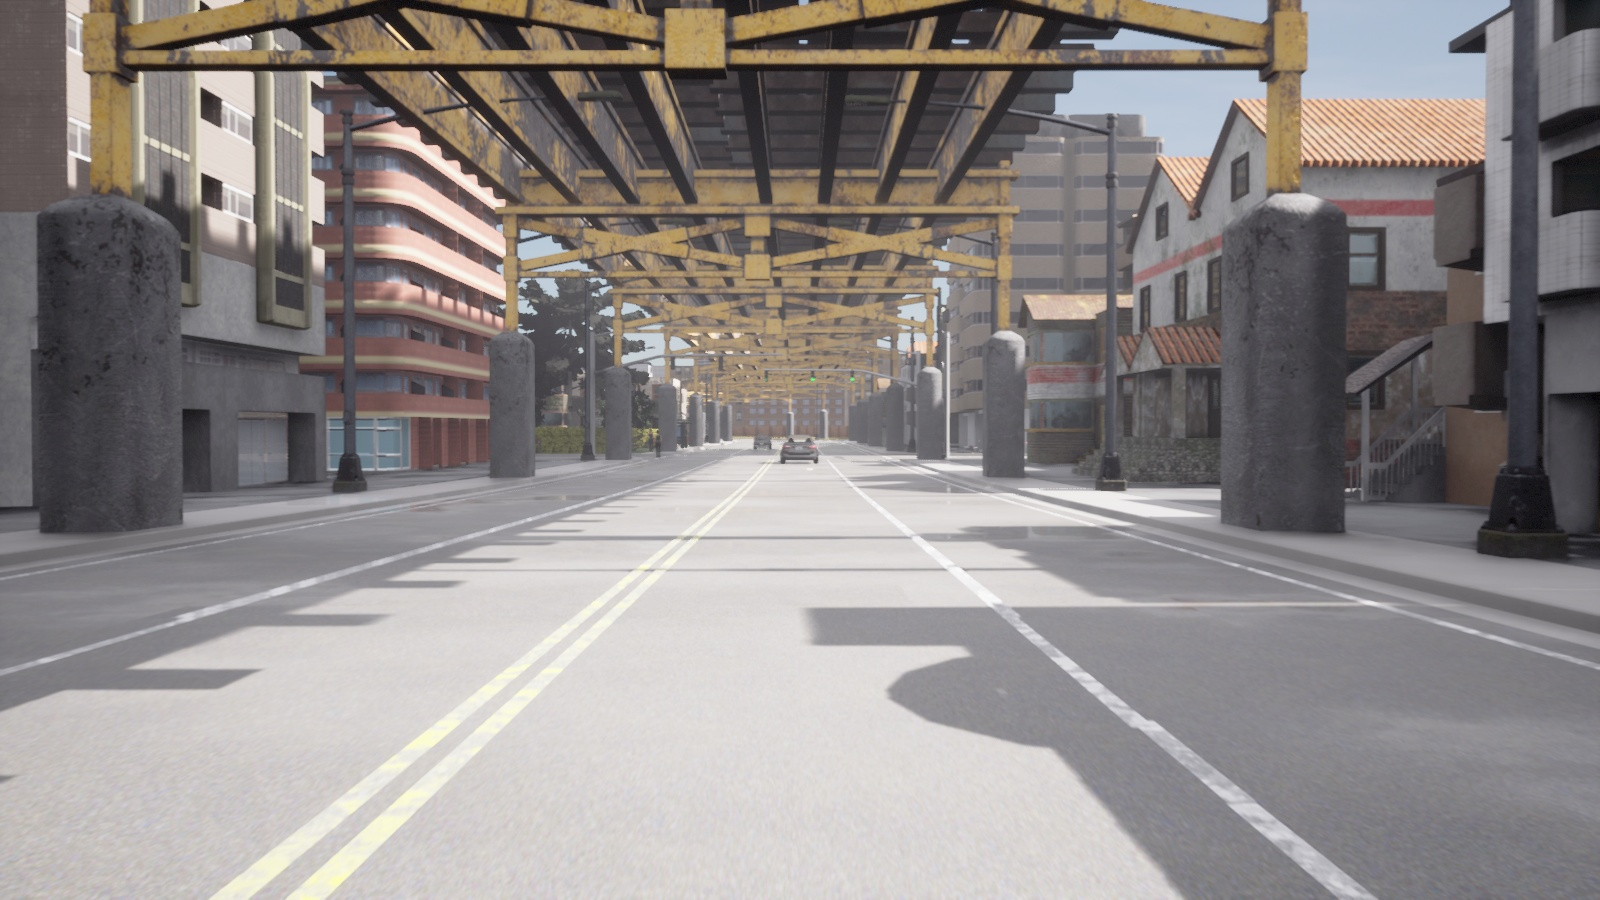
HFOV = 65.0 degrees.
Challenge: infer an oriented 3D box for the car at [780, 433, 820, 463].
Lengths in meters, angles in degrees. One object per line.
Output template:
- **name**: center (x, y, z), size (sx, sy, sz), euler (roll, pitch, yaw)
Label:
- **car**: center (-0.008, -0.142, 72.668), size (2.242, 1.667, 4.611), euler (0, 1, 0)
